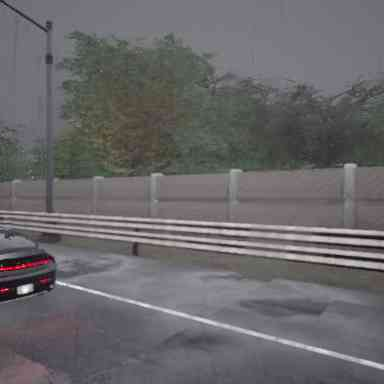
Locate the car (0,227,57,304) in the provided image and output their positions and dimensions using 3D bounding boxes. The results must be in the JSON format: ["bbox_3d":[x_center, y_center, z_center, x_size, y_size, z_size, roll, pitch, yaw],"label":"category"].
[{"bbox_3d":[-5.070,1.562,7.605,4.892,1.490,1.837,0,0,35],"label":"car"}]
